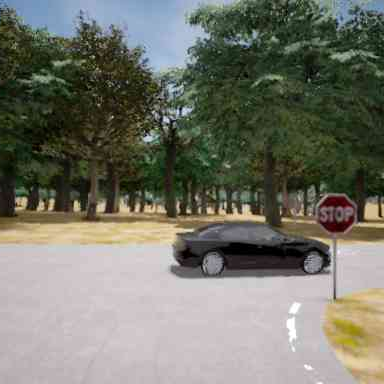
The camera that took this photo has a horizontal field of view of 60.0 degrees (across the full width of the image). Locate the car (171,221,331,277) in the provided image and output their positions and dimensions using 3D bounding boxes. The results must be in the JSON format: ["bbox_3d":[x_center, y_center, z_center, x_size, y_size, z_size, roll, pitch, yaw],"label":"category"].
[{"bbox_3d":[1.862,1.673,10.491,5.008,1.535,1.882,1,0,-9],"label":"car"}]
